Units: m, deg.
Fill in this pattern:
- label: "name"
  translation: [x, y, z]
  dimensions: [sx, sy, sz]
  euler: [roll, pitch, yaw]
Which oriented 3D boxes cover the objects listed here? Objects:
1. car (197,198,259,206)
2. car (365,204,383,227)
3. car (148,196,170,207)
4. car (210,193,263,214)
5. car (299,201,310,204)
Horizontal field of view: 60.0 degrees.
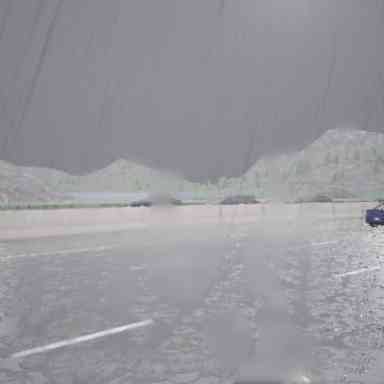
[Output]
- label: "car"
  translation: [2.498, 1.182, 26.297]
  dimensions: [5.008, 1.535, 1.882]
  euler: [1, 0, -30]
- label: "car"
  translation: [12.467, 1.347, 19.733]
  dimensions: [5.008, 1.535, 1.882]
  euler: [0, 0, -29]
- label: "car"
  translation: [-3.223, 1.075, 31.093]
  dimensions: [5.008, 1.535, 1.882]
  euler: [0, 1, -33]
- label: "car"
  translation: [4.199, 1.012, 31.298]
  dimensions: [4.553, 1.767, 2.097]
  euler: [0, 1, -29]
- label: "car"
  translation: [16.926, 1.112, 45.503]
  dimensions: [4.892, 1.490, 1.837]
  euler: [1, 1, -24]
